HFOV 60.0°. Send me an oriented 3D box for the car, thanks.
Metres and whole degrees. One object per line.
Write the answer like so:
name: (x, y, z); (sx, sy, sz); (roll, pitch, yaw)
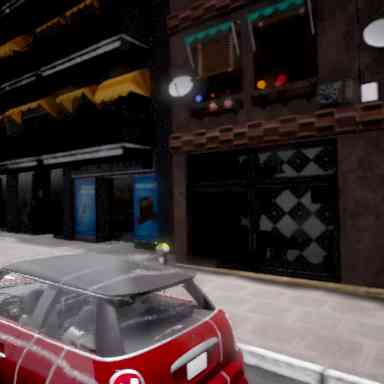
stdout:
car: (-1.540, 1.448, 3.846); (4.097, 1.590, 1.967); (0, -1, 35)
